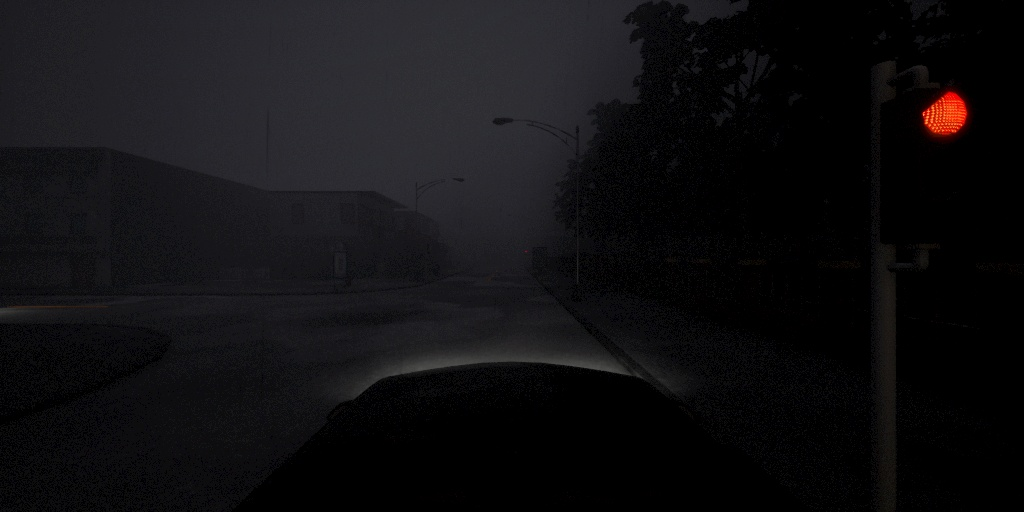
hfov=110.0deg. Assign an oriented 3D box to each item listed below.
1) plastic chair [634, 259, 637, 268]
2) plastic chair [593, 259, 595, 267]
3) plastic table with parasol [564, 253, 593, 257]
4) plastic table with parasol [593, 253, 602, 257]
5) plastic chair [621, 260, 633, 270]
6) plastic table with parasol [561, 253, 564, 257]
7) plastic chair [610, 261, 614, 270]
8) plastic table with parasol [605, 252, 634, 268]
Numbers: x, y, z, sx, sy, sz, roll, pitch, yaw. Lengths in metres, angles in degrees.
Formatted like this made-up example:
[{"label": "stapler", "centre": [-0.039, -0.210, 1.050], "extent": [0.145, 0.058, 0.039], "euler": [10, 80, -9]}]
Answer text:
[{"label": "plastic chair", "centre": [18.661, 1.161, 54.665], "extent": [0.750, 1.272, 0.730], "euler": [0, 0, -39]}, {"label": "plastic chair", "centre": [13.734, 1.304, 58.543], "extent": [0.730, 1.272, 0.750], "euler": [0, 0, -35]}, {"label": "plastic table with parasol", "centre": [9.987, 0.684, 53.957], "extent": [2.482, 2.480, 2.482], "euler": [0, 0, -40]}, {"label": "plastic table with parasol", "centre": [14.686, 0.673, 59.431], "extent": [2.482, 2.480, 2.482], "euler": [0, 0, -42]}, {"label": "plastic chair", "centre": [16.038, 1.296, 50.218], "extent": [0.750, 1.272, 0.730], "euler": [0, 0, -40]}, {"label": "plastic table with parasol", "centre": [10.700, 0.705, 62.399], "extent": [2.482, 2.480, 2.482], "euler": [0, 0, -40]}, {"label": "plastic chair", "centre": [14.332, 1.306, 50.316], "extent": [0.730, 1.272, 0.750], "euler": [0, 0, -35]}, {"label": "plastic table with parasol", "centre": [15.306, 0.694, 51.217], "extent": [2.482, 2.480, 2.482], "euler": [0, 0, -40]}]
